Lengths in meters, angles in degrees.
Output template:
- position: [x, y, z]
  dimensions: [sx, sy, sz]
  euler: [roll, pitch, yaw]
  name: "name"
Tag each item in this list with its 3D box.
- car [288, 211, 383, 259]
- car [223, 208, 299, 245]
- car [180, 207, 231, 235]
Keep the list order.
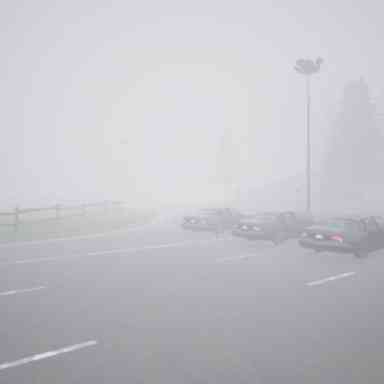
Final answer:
- position: [6.281, 1.533, 12.532]
  dimensions: [5.357, 1.411, 2.033]
  euler: [0, 0, -35]
  name: "car"
- position: [4.256, 1.533, 15.387]
  dimensions: [5.357, 1.411, 2.033]
  euler: [0, 0, -35]
  name: "car"
- position: [1.612, 1.533, 18.848]
  dimensions: [2.033, 1.411, 5.357]
  euler: [0, 0, 39]
  name: "car"
